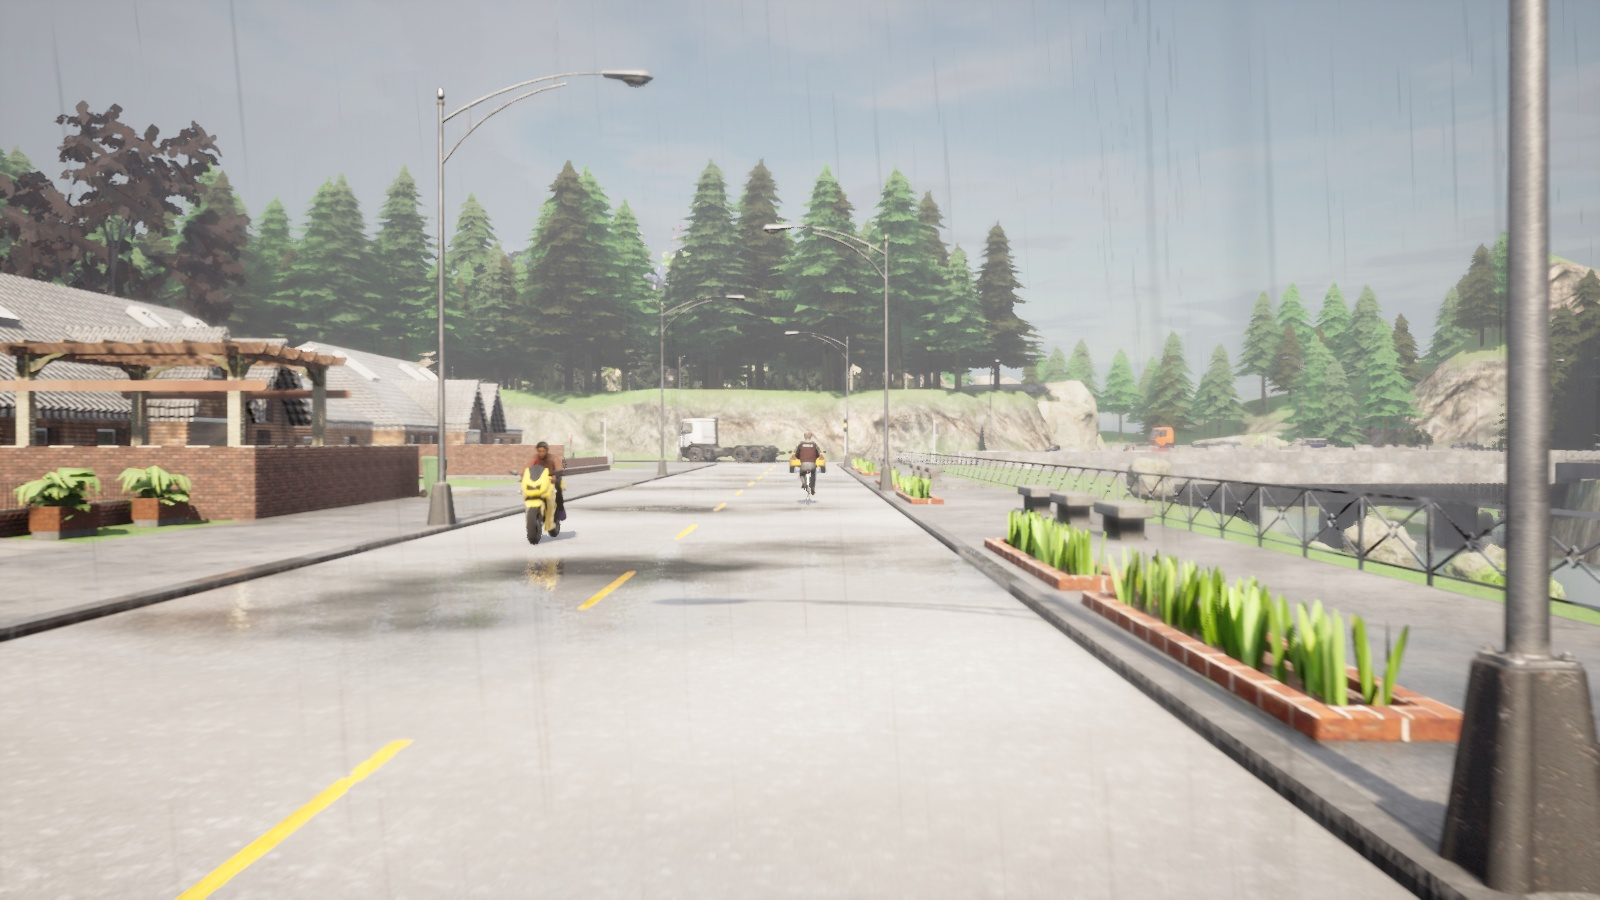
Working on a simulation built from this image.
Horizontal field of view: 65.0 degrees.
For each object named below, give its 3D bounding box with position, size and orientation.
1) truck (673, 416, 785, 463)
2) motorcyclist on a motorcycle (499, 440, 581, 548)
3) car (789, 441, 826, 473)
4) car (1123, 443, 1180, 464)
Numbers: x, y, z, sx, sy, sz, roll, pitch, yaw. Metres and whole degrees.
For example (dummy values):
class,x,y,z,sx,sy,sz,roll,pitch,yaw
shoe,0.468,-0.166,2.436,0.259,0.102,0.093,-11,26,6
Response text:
class,x,y,z,sx,sy,sz,roll,pitch,yaw
truck,-5.348,-0.773,94.612,7.936,3.462,2.891,0,0,23
motorcyclist on a motorcycle,-3.876,0.619,18.867,0.797,1.523,2.044,0,0,0
car,0.385,0.325,64.088,1.801,1.575,5.366,0,0,0
car,25.910,0.223,92.727,3.705,1.549,1.789,0,0,0
